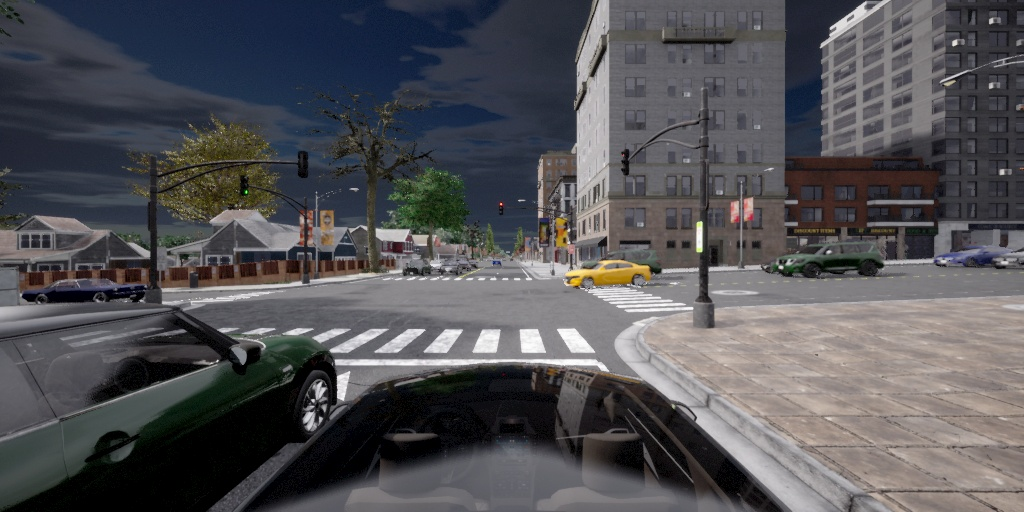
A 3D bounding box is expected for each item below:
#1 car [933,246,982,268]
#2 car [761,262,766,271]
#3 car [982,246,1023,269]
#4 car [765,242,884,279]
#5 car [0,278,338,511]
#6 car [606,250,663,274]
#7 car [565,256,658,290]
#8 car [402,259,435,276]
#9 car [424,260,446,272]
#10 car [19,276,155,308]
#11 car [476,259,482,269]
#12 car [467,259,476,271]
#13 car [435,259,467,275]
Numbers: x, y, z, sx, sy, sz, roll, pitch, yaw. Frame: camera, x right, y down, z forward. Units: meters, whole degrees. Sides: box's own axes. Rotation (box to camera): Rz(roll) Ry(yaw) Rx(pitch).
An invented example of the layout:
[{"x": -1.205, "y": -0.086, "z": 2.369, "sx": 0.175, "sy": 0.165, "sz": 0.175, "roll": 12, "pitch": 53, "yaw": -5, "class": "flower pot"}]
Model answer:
[{"x": 32.463, "y": 0.046, "z": 25.031, "sx": 4.674, "sy": 1.442, "sz": 1.812, "roll": -2, "pitch": 0, "yaw": 0, "class": "car"}, {"x": 20.066, "y": 0.489, "z": 24.991, "sx": 4.892, "sy": 1.490, "sz": 1.837, "roll": -2, "pitch": 0, "yaw": 0, "class": "car"}, {"x": 32.223, "y": 0.065, "z": 21.775, "sx": 4.674, "sy": 1.442, "sz": 1.812, "roll": -2, "pitch": 0, "yaw": 0, "class": "car"}, {"x": 19.077, "y": 0.254, "z": 21.738, "sx": 5.566, "sy": 2.045, "sz": 2.150, "roll": -2, "pitch": 0, "yaw": 0, "class": "car"}, {"x": -3.151, "y": 1.102, "z": 2.490, "sx": 2.097, "sy": 1.767, "sz": 4.553, "roll": 0, "pitch": 0, "yaw": 0, "class": "car"}, {"x": 7.653, "y": 0.682, "z": 25.394, "sx": 5.566, "sy": 2.045, "sz": 2.150, "roll": -2, "pitch": 0, "yaw": 7, "class": "car"}, {"x": 5.516, "y": 1.033, "z": 20.834, "sx": 5.008, "sy": 1.535, "sz": 1.882, "roll": -2, "pitch": 0, "yaw": -12, "class": "car"}, {"x": -9.860, "y": 1.121, "z": 37.480, "sx": 2.097, "sy": 1.767, "sz": 4.553, "roll": 0, "pitch": 0, "yaw": 0, "class": "car"}, {"x": -9.868, "y": 1.308, "z": 46.463, "sx": 1.812, "sy": 1.442, "sz": 4.674, "roll": 0, "pitch": 0, "yaw": 0, "class": "car"}, {"x": -21.623, "y": 1.807, "z": 18.381, "sx": 4.718, "sy": 1.301, "sz": 1.895, "roll": -2, "pitch": 0, "yaw": 0, "class": "car"}, {"x": -6.612, "y": 1.322, "z": 59.621, "sx": 1.837, "sy": 1.490, "sz": 4.892, "roll": 0, "pitch": 0, "yaw": 0, "class": "car"}, {"x": -6.619, "y": 1.335, "z": 49.275, "sx": 2.033, "sy": 1.411, "sz": 5.357, "roll": 0, "pitch": 0, "yaw": 0, "class": "car"}, {"x": -6.609, "y": 1.262, "z": 39.557, "sx": 2.128, "sy": 1.511, "sz": 4.902, "roll": 0, "pitch": 0, "yaw": 0, "class": "car"}]
